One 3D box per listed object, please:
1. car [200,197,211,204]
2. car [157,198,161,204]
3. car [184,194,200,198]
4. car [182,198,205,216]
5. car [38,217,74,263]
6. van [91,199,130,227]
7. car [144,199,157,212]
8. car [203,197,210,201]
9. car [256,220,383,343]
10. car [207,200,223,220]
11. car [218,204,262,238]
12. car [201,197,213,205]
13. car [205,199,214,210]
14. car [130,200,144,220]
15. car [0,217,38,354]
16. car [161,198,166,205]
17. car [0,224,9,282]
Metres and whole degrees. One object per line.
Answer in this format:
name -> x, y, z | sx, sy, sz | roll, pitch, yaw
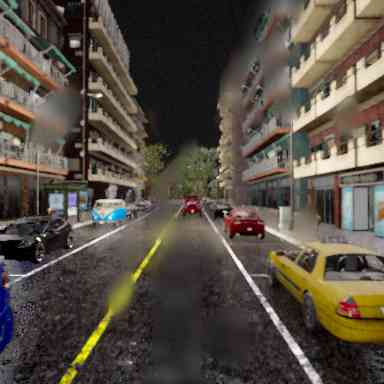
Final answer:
car -> 2.740, 1.734, 67.741 | 2.008, 1.369, 4.403 | 1, 0, 0
car -> -5.747, 1.704, 45.484 | 1.802, 1.307, 4.206 | 1, 0, 0
car -> 0.034, 1.350, 46.956 | 2.150, 2.045, 5.566 | 0, 0, 0
car -> 0.052, 1.615, 33.325 | 1.812, 1.442, 4.674 | 0, 0, 0
car -> -5.698, 1.598, 12.058 | 1.947, 1.339, 4.313 | 1, 0, 0
van -> -5.711, 1.403, 23.201 | 1.690, 1.788, 3.998 | 1, 0, 0
car -> -5.738, 1.658, 39.914 | 2.008, 1.369, 4.403 | 1, 0, 0
car -> 2.601, 1.674, 45.457 | 2.008, 1.369, 4.403 | 1, 0, 0
car -> 2.698, 1.544, 6.630 | 1.752, 1.417, 4.829 | 1, 0, 0
car -> 2.625, 1.644, 28.744 | 1.947, 1.339, 4.313 | 1, 0, 0
car -> 2.654, 1.593, 17.602 | 1.887, 1.381, 4.507 | 1, 0, 0
car -> 2.748, 1.719, 62.171 | 2.008, 1.369, 4.403 | 1, 0, 0
car -> 2.617, 1.675, 34.315 | 1.802, 1.307, 4.206 | 1, 0, 0
car -> -5.722, 1.628, 28.770 | 2.008, 1.369, 4.403 | 1, 0, 0
car -> -3.101, 1.225, 1.523 | 2.150, 2.045, 5.566 | 0, 0, 0
car -> -5.860, 1.750, 62.601 | 1.802, 1.307, 4.206 | 1, 0, 0
car -> -5.689, 1.542, 6.317 | 1.752, 1.417, 4.829 | 1, 0, 0
